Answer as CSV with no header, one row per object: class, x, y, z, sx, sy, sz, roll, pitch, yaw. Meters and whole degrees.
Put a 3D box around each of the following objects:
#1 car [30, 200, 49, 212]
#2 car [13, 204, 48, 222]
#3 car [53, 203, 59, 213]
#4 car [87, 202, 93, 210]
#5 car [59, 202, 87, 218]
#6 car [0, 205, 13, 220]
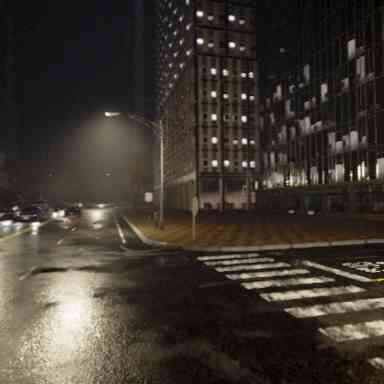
car,-24.485,2.268,53.477,2.150,2.045,5.566,0,-1,-14
car,-16.089,2.203,33.358,1.812,1.442,4.674,0,-1,-14
car,-21.313,2.543,54.188,2.128,1.511,4.902,0,-1,-14
car,-20.889,2.765,66.072,1.812,1.442,4.674,0,-2,-14
car,-14.191,2.263,39.838,2.128,1.511,4.902,0,-1,-14
car,-20.278,2.247,36.686,2.128,1.511,4.902,0,-1,-14
